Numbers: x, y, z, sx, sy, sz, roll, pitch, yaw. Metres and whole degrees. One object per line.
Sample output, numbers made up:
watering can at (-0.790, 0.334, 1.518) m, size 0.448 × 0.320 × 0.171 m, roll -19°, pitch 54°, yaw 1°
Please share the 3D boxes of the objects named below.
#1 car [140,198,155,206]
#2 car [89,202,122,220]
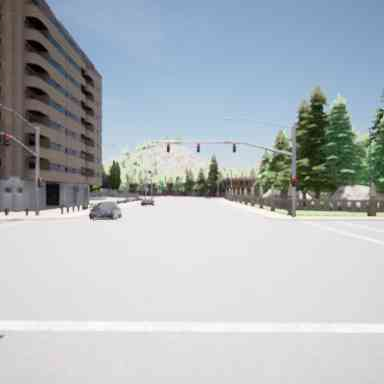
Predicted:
car at (-6.983, 1.576, 53.076) m, size 1.994 × 1.385 × 4.181 m, roll 0°, pitch 0°, yaw 0°
car at (-6.990, 1.518, 27.270) m, size 1.812 × 1.442 × 4.674 m, roll 0°, pitch -1°, yaw 0°
